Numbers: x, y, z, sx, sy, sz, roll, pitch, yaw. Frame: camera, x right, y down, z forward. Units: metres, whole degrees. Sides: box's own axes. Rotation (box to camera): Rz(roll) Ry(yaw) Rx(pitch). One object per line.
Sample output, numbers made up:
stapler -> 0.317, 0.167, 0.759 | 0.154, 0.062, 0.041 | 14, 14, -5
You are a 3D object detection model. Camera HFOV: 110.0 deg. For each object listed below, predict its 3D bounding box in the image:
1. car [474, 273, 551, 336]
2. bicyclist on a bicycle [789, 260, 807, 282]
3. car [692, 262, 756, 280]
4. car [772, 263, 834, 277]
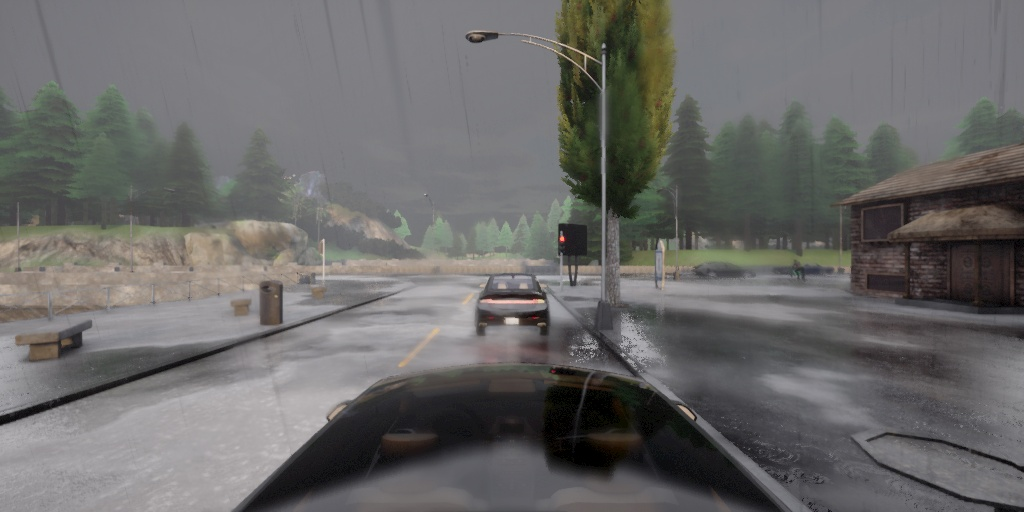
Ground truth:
car -> 0.031, 1.239, 10.386 | 2.128, 1.511, 4.902 | 0, 0, 0
bicyclist on a bicycle -> 20.957, 1.089, 26.330 | 0.582, 1.620, 1.656 | -1, 0, 0
car -> 18.035, 1.248, 30.578 | 4.892, 1.490, 1.837 | 0, 0, 0
car -> 28.074, 1.343, 34.735 | 4.718, 1.301, 1.895 | 0, 0, 0
